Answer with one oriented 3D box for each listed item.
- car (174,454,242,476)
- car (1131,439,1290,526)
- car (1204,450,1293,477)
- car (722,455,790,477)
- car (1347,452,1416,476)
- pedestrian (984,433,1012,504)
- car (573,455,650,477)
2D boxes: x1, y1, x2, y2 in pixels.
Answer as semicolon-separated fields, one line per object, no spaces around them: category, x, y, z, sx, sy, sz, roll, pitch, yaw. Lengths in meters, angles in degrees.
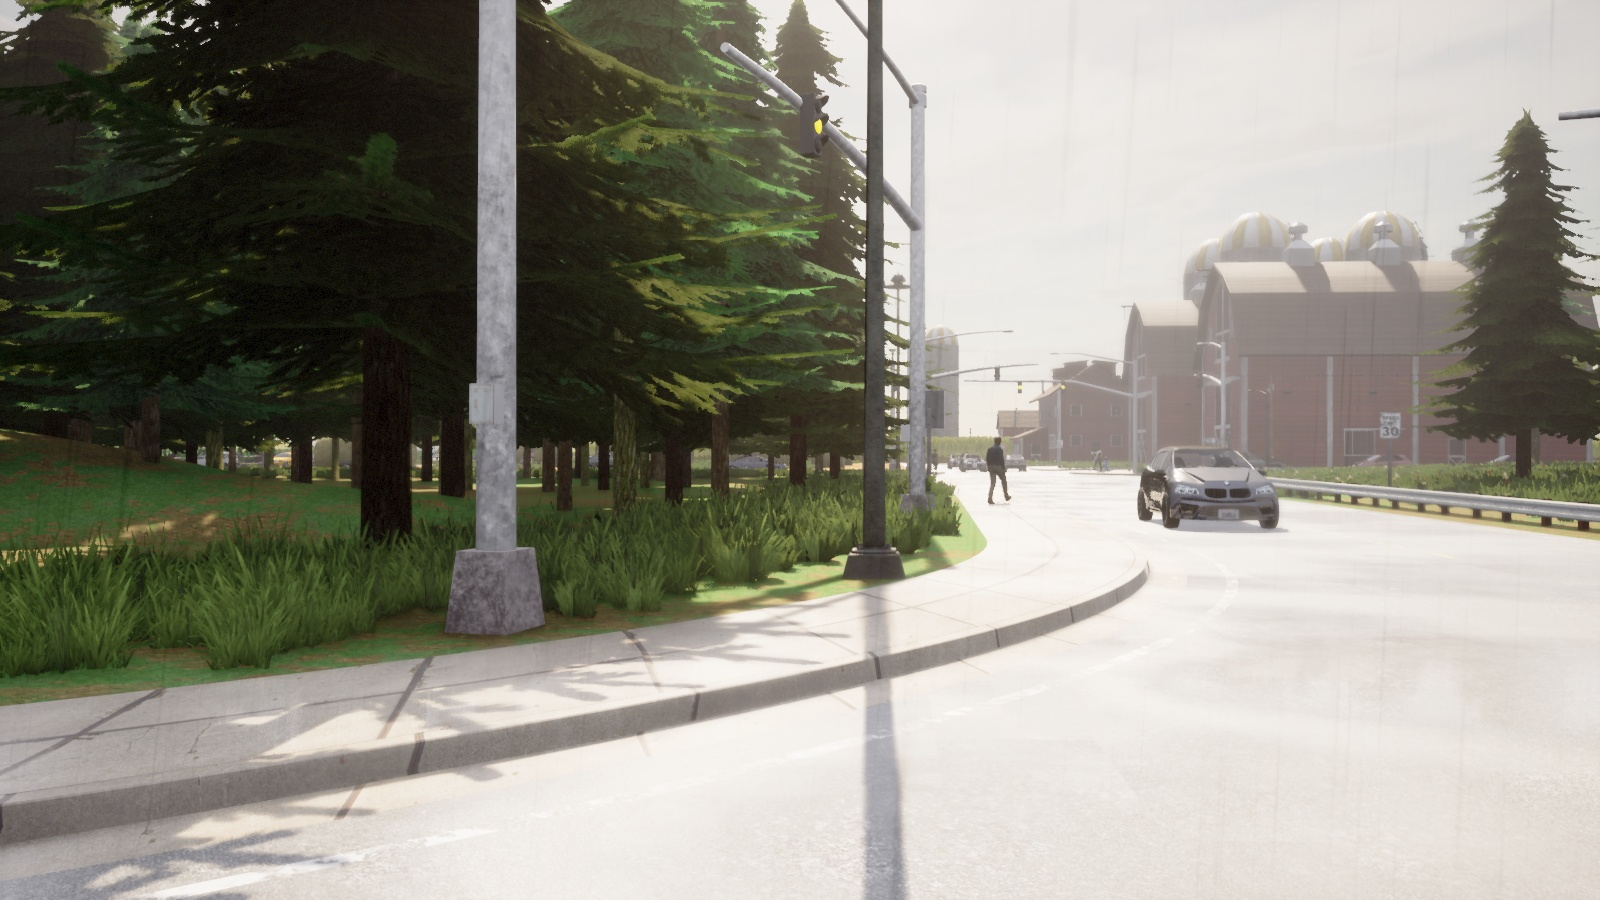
car;-41.130;1.030;87.267;3.806;1.475;1.970;0;0;1
car;8.531;0.635;26.575;2.242;1.667;4.611;0;0;6
car;27.974;0.830;78.382;4.856;1.649;2.033;0;0;2
car;-2.832;1.036;80.805;4.181;1.385;1.994;0;0;5
car;37.509;0.900;81.060;3.633;1.501;1.845;0;0;5
pedestrian;5.195;0.475;32.964;0.726;1.835;0.370;0;0;-44
car;-12.237;1.020;81.564;4.674;1.442;1.812;0;0;5
